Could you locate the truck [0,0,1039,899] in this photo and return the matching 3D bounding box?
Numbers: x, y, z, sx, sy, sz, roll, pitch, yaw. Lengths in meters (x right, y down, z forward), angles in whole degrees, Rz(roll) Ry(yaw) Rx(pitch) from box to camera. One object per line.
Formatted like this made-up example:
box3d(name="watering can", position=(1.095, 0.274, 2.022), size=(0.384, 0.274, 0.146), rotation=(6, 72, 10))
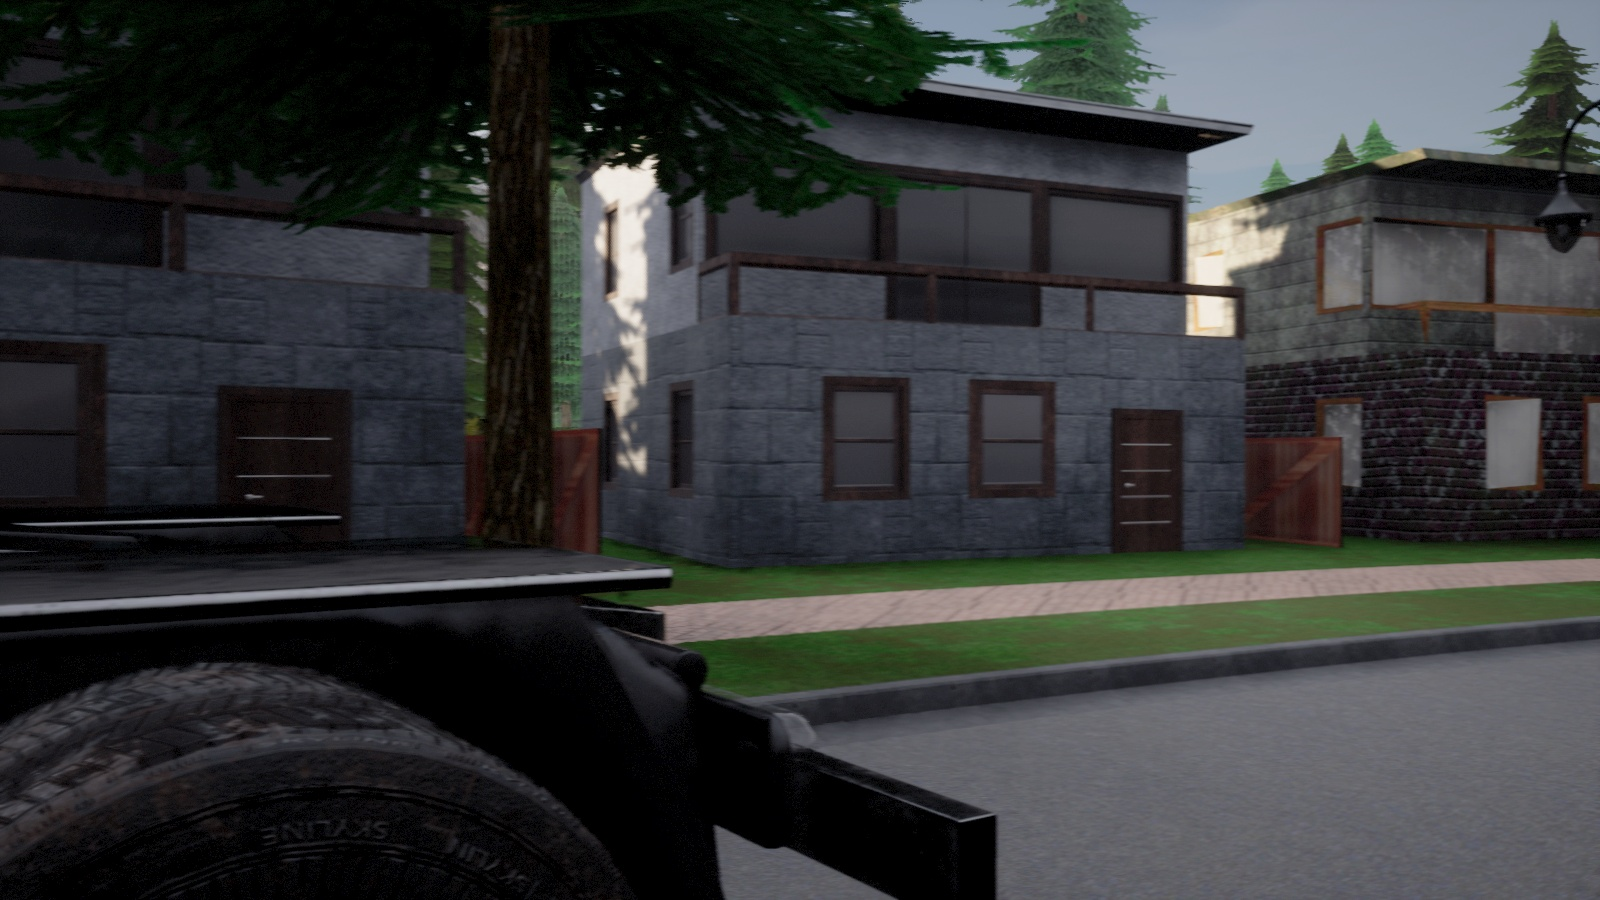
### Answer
box3d(name="truck", position=(-3.684, -0.229, 1.127), size=(7.936, 3.462, 2.891), rotation=(0, 0, -34))
